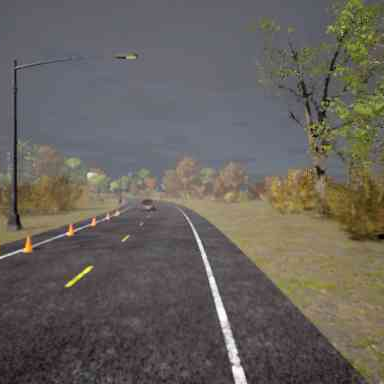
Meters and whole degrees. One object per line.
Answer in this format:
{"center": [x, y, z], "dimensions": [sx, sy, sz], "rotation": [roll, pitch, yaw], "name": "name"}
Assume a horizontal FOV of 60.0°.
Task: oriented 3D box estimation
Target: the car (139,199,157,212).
{"center": [-5.346, 1.570, 40.225], "dimensions": [1.812, 1.442, 4.674], "rotation": [0, 0, -10], "name": "car"}

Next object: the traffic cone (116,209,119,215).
{"center": [-7.312, 1.990, 32.553], "dimensions": [0.340, 0.580, 0.340], "rotation": [0, 0, -4], "name": "traffic cone"}

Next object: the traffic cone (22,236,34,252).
{"center": [-6.250, 1.969, 12.725], "dimensions": [0.340, 0.580, 0.340], "rotation": [0, 0, -2], "name": "traffic cone"}
